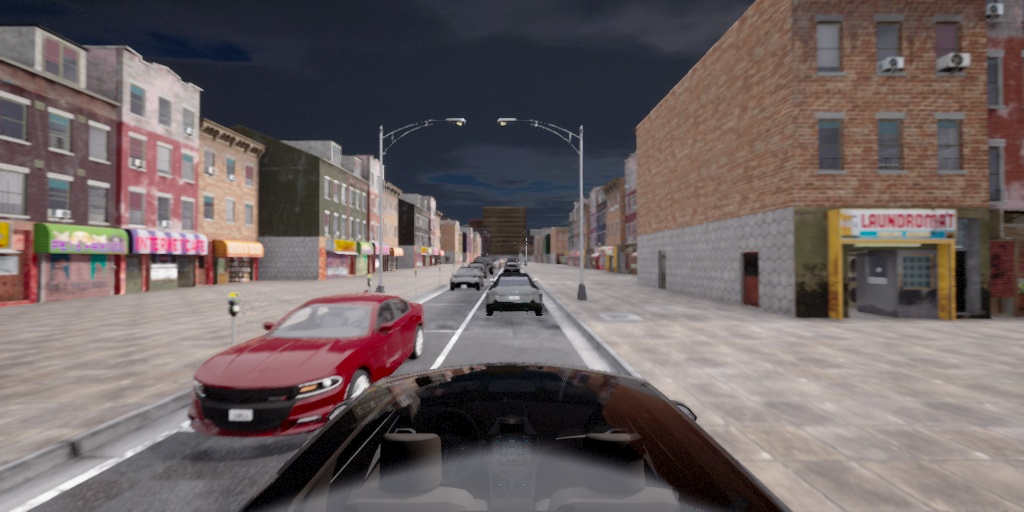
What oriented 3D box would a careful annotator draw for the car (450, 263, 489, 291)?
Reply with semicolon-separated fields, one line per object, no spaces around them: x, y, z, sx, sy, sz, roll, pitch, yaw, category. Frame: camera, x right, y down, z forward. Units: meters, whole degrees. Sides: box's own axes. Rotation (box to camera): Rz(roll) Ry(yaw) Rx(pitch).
-2.686;1.339;22.205;1.948;1.339;4.313;0;0;0;car

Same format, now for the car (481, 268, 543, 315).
0.071;1.321;13.582;1.994;1.385;4.181;0;0;0;car

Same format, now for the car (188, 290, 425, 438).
-2.643;1.300;5.725;1.888;1.381;4.507;0;0;0;car

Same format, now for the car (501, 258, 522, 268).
-0.002;1.319;40.070;1.837;1.490;4.892;0;0;0;car

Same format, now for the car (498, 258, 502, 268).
-2.773;1.427;55.166;2.007;1.370;4.403;0;0;0;car

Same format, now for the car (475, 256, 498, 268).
-3.078;1.046;39.946;2.150;2.045;5.566;0;0;0;car

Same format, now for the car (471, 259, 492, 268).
-3.099;1.301;32.915;1.837;1.490;4.892;0;0;0;car
